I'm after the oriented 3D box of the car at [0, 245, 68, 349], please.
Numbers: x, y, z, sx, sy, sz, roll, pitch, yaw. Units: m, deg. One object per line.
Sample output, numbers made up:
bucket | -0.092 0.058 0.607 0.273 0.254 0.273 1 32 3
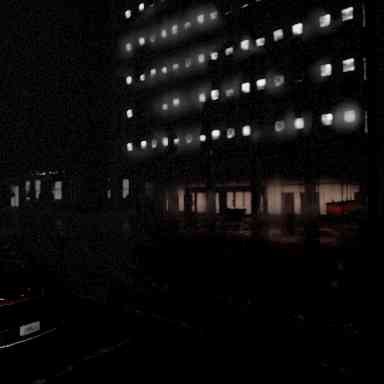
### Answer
car | -3.910 1.577 5.672 4.403 1.369 2.008 0 -1 35
